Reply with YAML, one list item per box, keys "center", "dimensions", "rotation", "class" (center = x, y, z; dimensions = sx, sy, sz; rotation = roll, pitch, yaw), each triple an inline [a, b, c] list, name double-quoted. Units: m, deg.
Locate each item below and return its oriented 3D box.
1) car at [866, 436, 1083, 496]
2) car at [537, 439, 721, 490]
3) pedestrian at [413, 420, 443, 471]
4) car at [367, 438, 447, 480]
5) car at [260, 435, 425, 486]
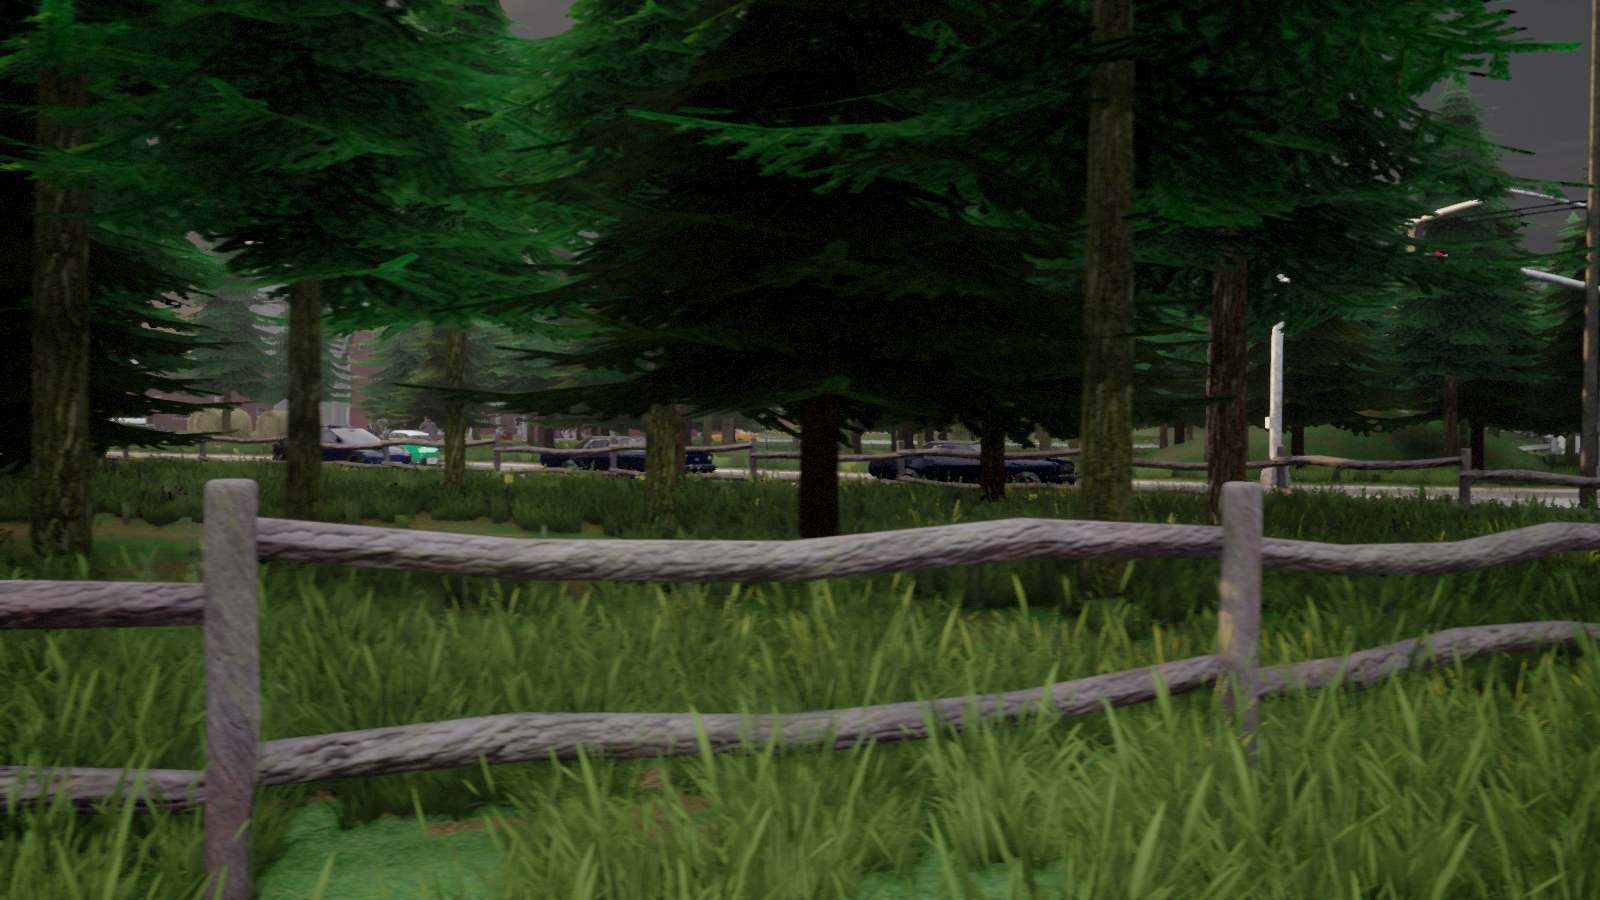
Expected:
- center: [4.099, 0.356, 29.655]
  dimensions: [4.718, 1.301, 1.895]
  rotation: [0, 1, 27]
  class: "car"
- center: [-4.676, 0.378, 34.251]
  dimensions: [4.718, 1.301, 1.895]
  rotation: [0, 1, 28]
  class: "car"
- center: [-14.244, -0.176, 48.074]
  dimensions: [0.873, 1.952, 0.659]
  rotation: [0, 1, 32]
  class: "pedestrian"
- center: [-13.376, 0.293, 42.770]
  dimensions: [2.207, 1.376, 1.481]
  rotation: [0, 1, 28]
  class: "car"
- center: [-14.325, 0.303, 39.316]
  dimensions: [4.792, 1.488, 2.163]
  rotation: [0, 1, 28]
  class: "car"
